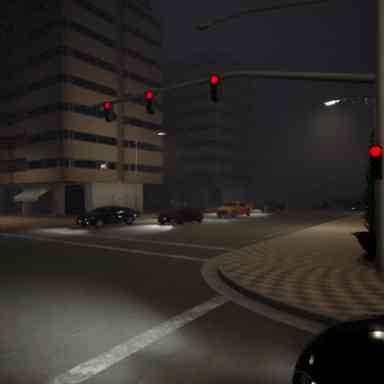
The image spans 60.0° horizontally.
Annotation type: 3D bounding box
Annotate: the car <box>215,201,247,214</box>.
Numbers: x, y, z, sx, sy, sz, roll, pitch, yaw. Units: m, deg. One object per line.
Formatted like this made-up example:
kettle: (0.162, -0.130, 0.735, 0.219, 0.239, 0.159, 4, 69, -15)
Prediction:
car: (4.797, 1.842, 40.332, 1.994, 1.385, 4.181, -1, 0, 36)

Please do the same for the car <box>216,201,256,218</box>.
car: (4.255, 1.716, 33.518, 1.882, 1.535, 5.008, -1, 0, 35)

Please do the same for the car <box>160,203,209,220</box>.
car: (-0.649, 1.826, 32.639, 2.033, 1.411, 5.357, -1, 0, 35)

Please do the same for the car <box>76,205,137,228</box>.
car: (-6.264, 1.783, 24.678, 1.837, 1.490, 4.892, -1, 0, 35)

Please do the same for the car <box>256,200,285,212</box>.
car: (10.224, 1.730, 41.957, 2.128, 1.511, 4.902, -1, 0, 35)

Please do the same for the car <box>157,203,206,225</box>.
car: (-0.889, 1.802, 26.226, 1.994, 1.385, 4.181, -1, 0, 35)

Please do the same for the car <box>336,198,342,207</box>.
car: (24.476, 1.687, 55.771, 2.128, 1.511, 4.902, -1, 0, 35)

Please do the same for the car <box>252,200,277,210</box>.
car: (10.583, 1.842, 48.499, 1.994, 1.385, 4.181, -1, 0, 36)

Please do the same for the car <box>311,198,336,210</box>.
car: (18.275, 1.743, 46.977, 2.033, 1.411, 5.357, -1, 0, 35)

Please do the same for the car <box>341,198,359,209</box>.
car: (23.641, 1.719, 48.506, 1.994, 1.385, 4.181, -1, 0, 35)

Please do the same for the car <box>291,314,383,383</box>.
car: (3.050, 1.474, 1.842, 4.902, 1.511, 2.128, -1, 0, 36)
